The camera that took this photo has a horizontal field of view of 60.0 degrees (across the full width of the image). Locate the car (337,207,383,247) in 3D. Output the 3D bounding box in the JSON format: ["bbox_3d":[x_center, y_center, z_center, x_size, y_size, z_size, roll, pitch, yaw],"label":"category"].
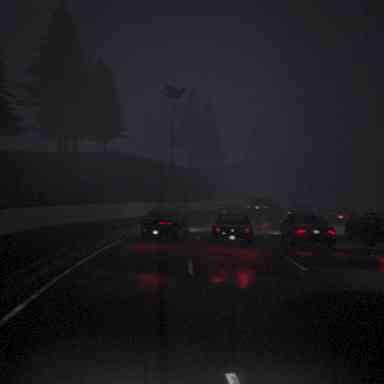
[{"bbox_3d":[9.085,1.754,16.329,2.128,1.511,4.902,1,0,8],"label":"car"}]

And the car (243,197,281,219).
[{"bbox_3d":[7.264,1.553,32.925,2.150,2.045,5.566,1,0,28],"label":"car"}]

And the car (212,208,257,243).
[{"bbox_3d":[2.099,1.747,17.013,1.895,1.301,4.718,1,0,8],"label":"car"}]

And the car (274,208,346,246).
[{"bbox_3d":[5.553,1.749,16.465,2.033,1.411,5.357,1,0,7],"label":"car"}]

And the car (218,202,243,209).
[{"bbox_3d":[4.419,1.779,34.982,1.882,1.535,5.008,1,0,29],"label":"car"}]

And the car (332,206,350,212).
[{"bbox_3d":[13.627,1.952,29.933,1.812,1.442,4.674,1,0,29],"label":"car"}]

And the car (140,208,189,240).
[{"bbox_3d":[-1.340,1.599,17.636,1.837,1.490,4.892,1,0,8],"label":"car"}]

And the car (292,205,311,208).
[{"bbox_3d":[10.339,1.926,31.259,2.033,1.411,5.357,1,0,28],"label":"car"}]
